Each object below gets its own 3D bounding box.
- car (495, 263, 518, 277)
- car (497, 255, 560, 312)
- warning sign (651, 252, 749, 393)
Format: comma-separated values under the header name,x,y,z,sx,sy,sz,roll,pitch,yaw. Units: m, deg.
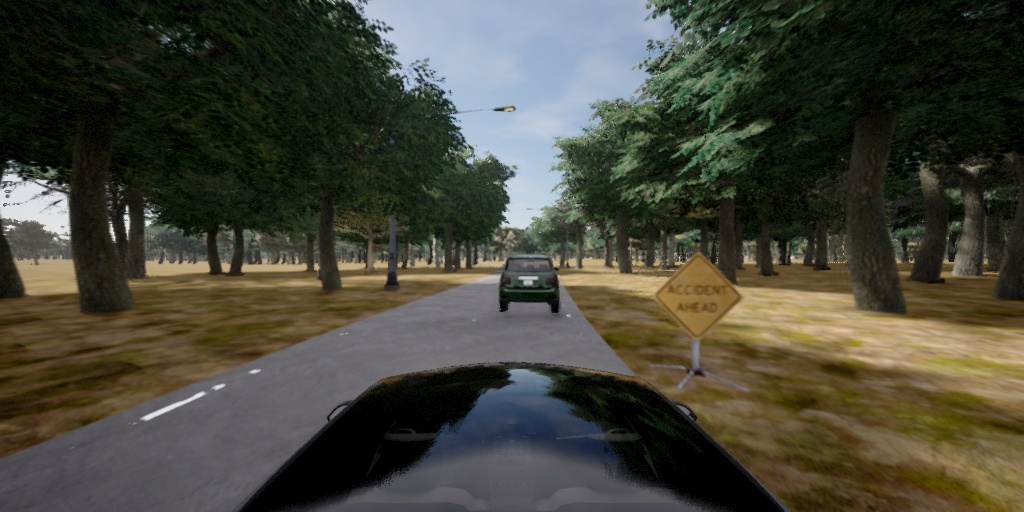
name,x,y,z,sx,sy,sz,roll,pitch,yaw
car,-0.472,1.453,37.517,1.895,1.301,4.718,0,0,5
car,0.746,0.985,14.553,2.150,2.045,5.566,0,0,4
warning sign,2.698,0.872,5.292,1.300,1.860,1.060,0,0,2
